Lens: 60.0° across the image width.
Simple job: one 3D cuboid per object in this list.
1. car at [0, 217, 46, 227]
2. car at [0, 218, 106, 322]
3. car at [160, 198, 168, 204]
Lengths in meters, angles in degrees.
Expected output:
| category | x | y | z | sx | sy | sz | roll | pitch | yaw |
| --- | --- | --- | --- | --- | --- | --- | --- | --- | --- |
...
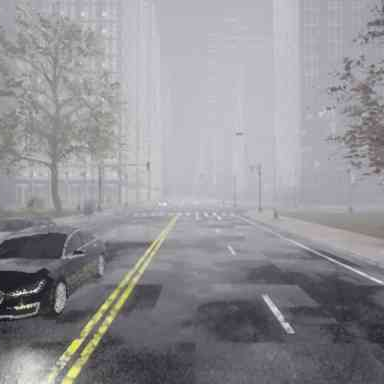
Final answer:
| category | x | y | z | sx | sy | sz | roll | pitch | yaw |
| --- | --- | --- | --- | --- | --- | --- | --- | --- | --- |
| car | -6.602 | 1.675 | 12.907 | 2.033 | 1.411 | 5.357 | 0 | -1 | 0 |
| car | -3.350 | 1.582 | 7.668 | 1.837 | 1.490 | 4.892 | 0 | -1 | 0 |
| car | -7.362 | 2.288 | 86.355 | 2.128 | 1.511 | 4.902 | 0 | 0 | -1 |
